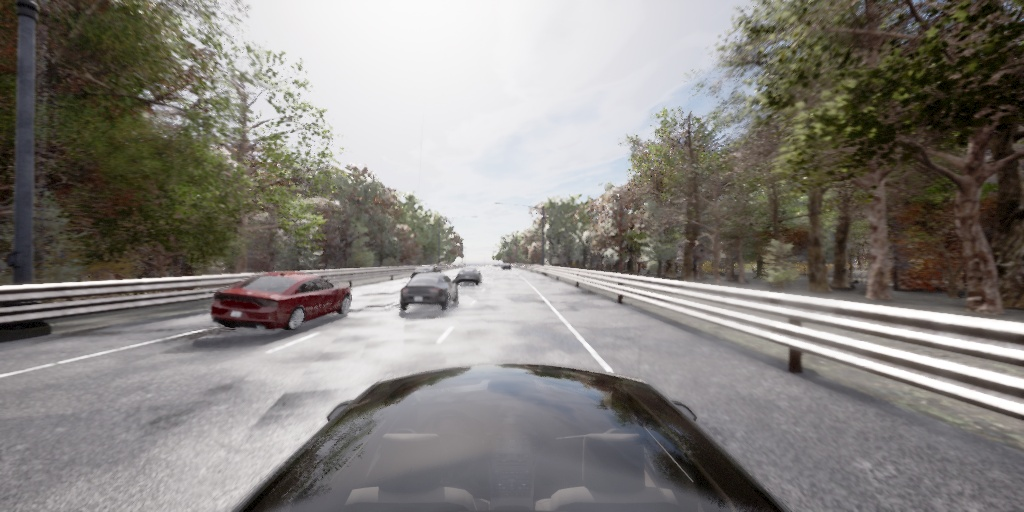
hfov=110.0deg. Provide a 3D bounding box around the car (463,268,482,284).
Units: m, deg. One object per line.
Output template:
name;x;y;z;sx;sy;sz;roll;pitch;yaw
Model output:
car;-3.694;1.703;31.214;1.994;1.385;4.181;0;-1;-1

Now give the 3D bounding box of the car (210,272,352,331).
car;-6.910;1.261;11.477;1.882;1.535;5.008;7;1;0

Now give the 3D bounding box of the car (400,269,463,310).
car;-3.470;1.455;15.555;1.812;1.442;4.674;0;-1;0

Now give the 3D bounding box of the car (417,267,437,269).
car;-7.190;1.638;30.623;1.837;1.490;4.892;0;-1;-1
